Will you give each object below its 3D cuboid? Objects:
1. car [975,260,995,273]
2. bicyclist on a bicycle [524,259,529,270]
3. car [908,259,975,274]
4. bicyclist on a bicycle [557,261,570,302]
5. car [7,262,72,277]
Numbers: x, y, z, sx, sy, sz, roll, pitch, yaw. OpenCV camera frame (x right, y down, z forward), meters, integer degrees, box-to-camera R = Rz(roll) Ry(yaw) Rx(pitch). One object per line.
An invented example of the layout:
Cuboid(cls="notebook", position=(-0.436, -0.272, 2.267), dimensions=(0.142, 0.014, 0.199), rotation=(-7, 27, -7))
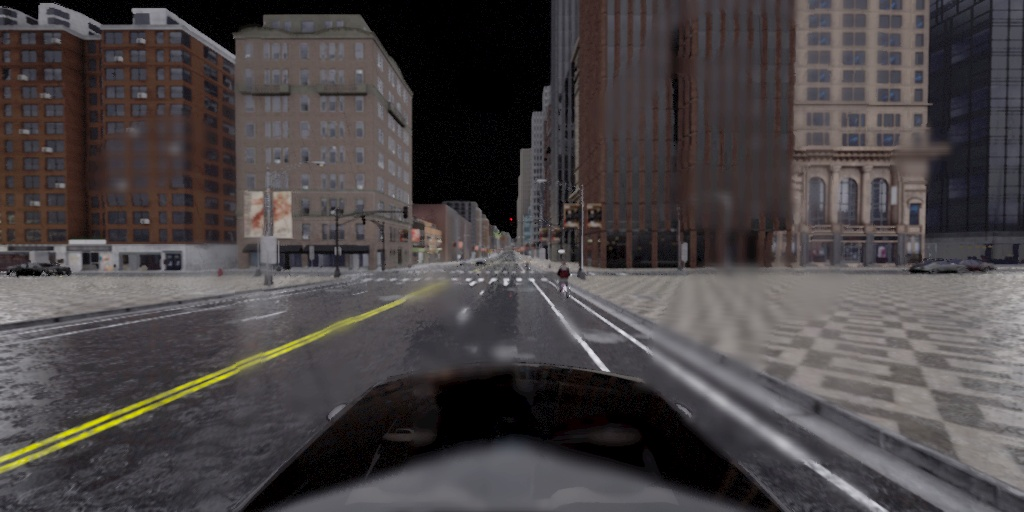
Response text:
Cuboid(cls="car", position=(47.709, 1.040, 38.100), dimensions=(5.357, 1.411, 2.033), rotation=(0, 1, 0))
Cuboid(cls="bicyclist on a bicycle", position=(2.244, 1.172, 52.150), dimensions=(0.866, 1.612, 1.509), rotation=(0, 0, 0))
Cuboid(cls="car", position=(41.616, 1.137, 35.041), dimensions=(4.181, 1.385, 1.994), rotation=(0, 1, 0))
Cuboid(cls="bicyclist on a bicycle", position=(2.249, 1.106, 15.783), dimensions=(0.659, 1.776, 1.843), rotation=(0, 0, 0))
Cuboid(cls="car", position=(-47.649, 1.388, 36.224), dimensions=(5.008, 1.535, 1.882), rotation=(0, 1, 1))
